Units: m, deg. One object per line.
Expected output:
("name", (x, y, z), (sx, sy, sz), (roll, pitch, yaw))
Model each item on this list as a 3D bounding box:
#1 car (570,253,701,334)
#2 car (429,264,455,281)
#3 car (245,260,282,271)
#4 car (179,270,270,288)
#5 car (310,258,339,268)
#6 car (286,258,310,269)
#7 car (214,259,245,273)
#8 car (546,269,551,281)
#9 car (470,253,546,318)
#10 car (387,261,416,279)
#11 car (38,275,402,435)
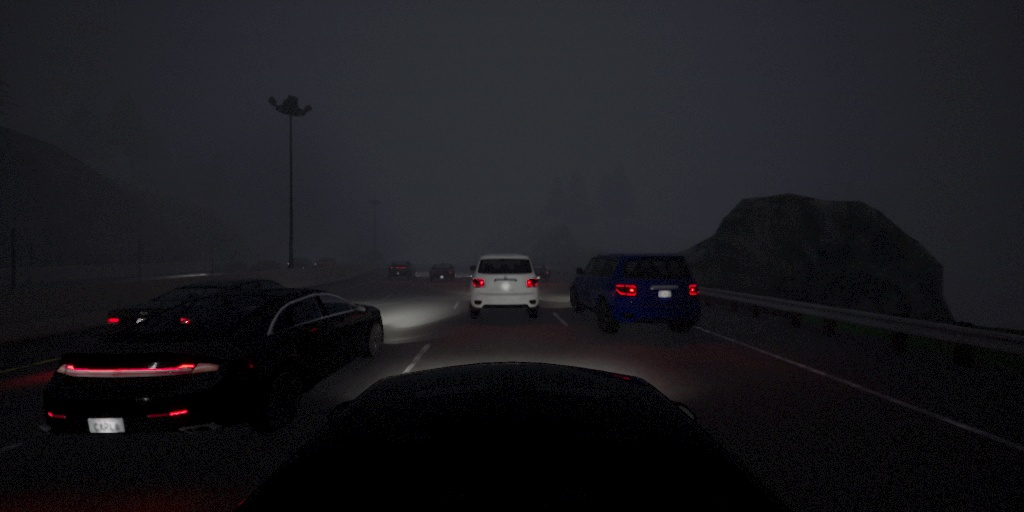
("car", (3.286, 0.931, 10.688), (2.150, 2.045, 5.566), (0, 0, -3))
("car", (-5.570, 1.266, 29.000), (1.895, 1.301, 4.718), (0, 0, -9))
("car", (-30.352, 1.217, 44.345), (2.033, 1.411, 5.357), (0, 0, -15))
("car", (-7.147, 1.287, 9.370), (2.033, 1.411, 5.357), (0, 0, -3))
("car", (-23.414, 1.002, 45.301), (2.097, 1.767, 4.553), (0, 0, -15))
("car", (-27.259, 1.008, 46.201), (2.097, 1.767, 4.553), (0, 0, -15))
("car", (-33.673, 1.174, 43.104), (2.128, 1.511, 4.902), (0, 0, -15))
("car", (1.613, 1.251, 28.171), (1.895, 1.301, 4.718), (0, 0, -8))
("car", (-0.346, 0.932, 13.008), (2.150, 2.045, 5.566), (0, 0, -4))
("car", (-9.426, 1.159, 30.857), (2.128, 1.511, 4.902), (0, 0, -9))
("car", (-3.536, 1.236, 5.513), (2.128, 1.511, 4.902), (0, 0, -1))
